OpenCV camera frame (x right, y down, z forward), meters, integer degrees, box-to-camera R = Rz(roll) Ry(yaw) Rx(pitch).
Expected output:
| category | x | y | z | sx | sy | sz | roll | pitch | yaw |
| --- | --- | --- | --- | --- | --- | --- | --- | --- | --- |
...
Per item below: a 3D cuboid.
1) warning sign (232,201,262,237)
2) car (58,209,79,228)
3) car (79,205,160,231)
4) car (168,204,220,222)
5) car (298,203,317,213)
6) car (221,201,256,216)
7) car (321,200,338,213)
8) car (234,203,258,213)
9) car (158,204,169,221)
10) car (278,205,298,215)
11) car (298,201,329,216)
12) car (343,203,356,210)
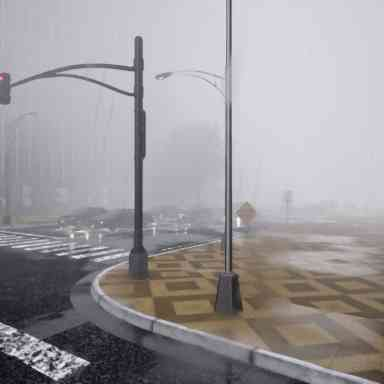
| category | x | y | z | sx | sy | sz | roll | pitch | yaw |
| --- | --- | --- | --- | --- | --- | --- | --- | --- | --- |
| warning sign | 3.059 | 1.454 | 18.575 | 1.300 | 1.860 | 1.060 | 1 | 1 | 33 |
| car | -7.822 | 1.844 | 25.153 | 1.812 | 1.442 | 4.674 | 0 | -1 | 31 |
| car | -4.950 | 1.874 | 23.625 | 2.033 | 1.411 | 5.357 | 0 | -1 | 33 |
| car | 0.310 | 1.992 | 31.829 | 2.128 | 1.511 | 4.902 | 0 | -1 | 33 |
| car | 19.003 | 2.593 | 54.792 | 1.994 | 1.385 | 4.181 | 0 | -1 | 33 |
| car | 5.777 | 2.034 | 40.340 | 2.097 | 1.767 | 4.553 | 0 | -1 | 33 |
| car | 21.758 | 2.254 | 53.066 | 2.150 | 2.045 | 5.566 | 0 | -1 | 33 |
| car | 8.096 | 2.370 | 49.885 | 1.812 | 1.442 | 4.674 | 0 | -1 | 32 |
| car | -2.861 | 1.988 | 32.905 | 1.837 | 1.490 | 4.892 | 0 | -1 | 33 |
| car | 13.571 | 2.450 | 46.225 | 1.895 | 1.301 | 4.718 | 0 | -1 | 33 |
| car | 16.241 | 2.343 | 44.374 | 2.128 | 1.511 | 4.902 | 0 | -1 | 33 |
| car | 31.285 | 2.837 | 65.825 | 1.812 | 1.442 | 4.674 | 0 | -1 | 33 |
